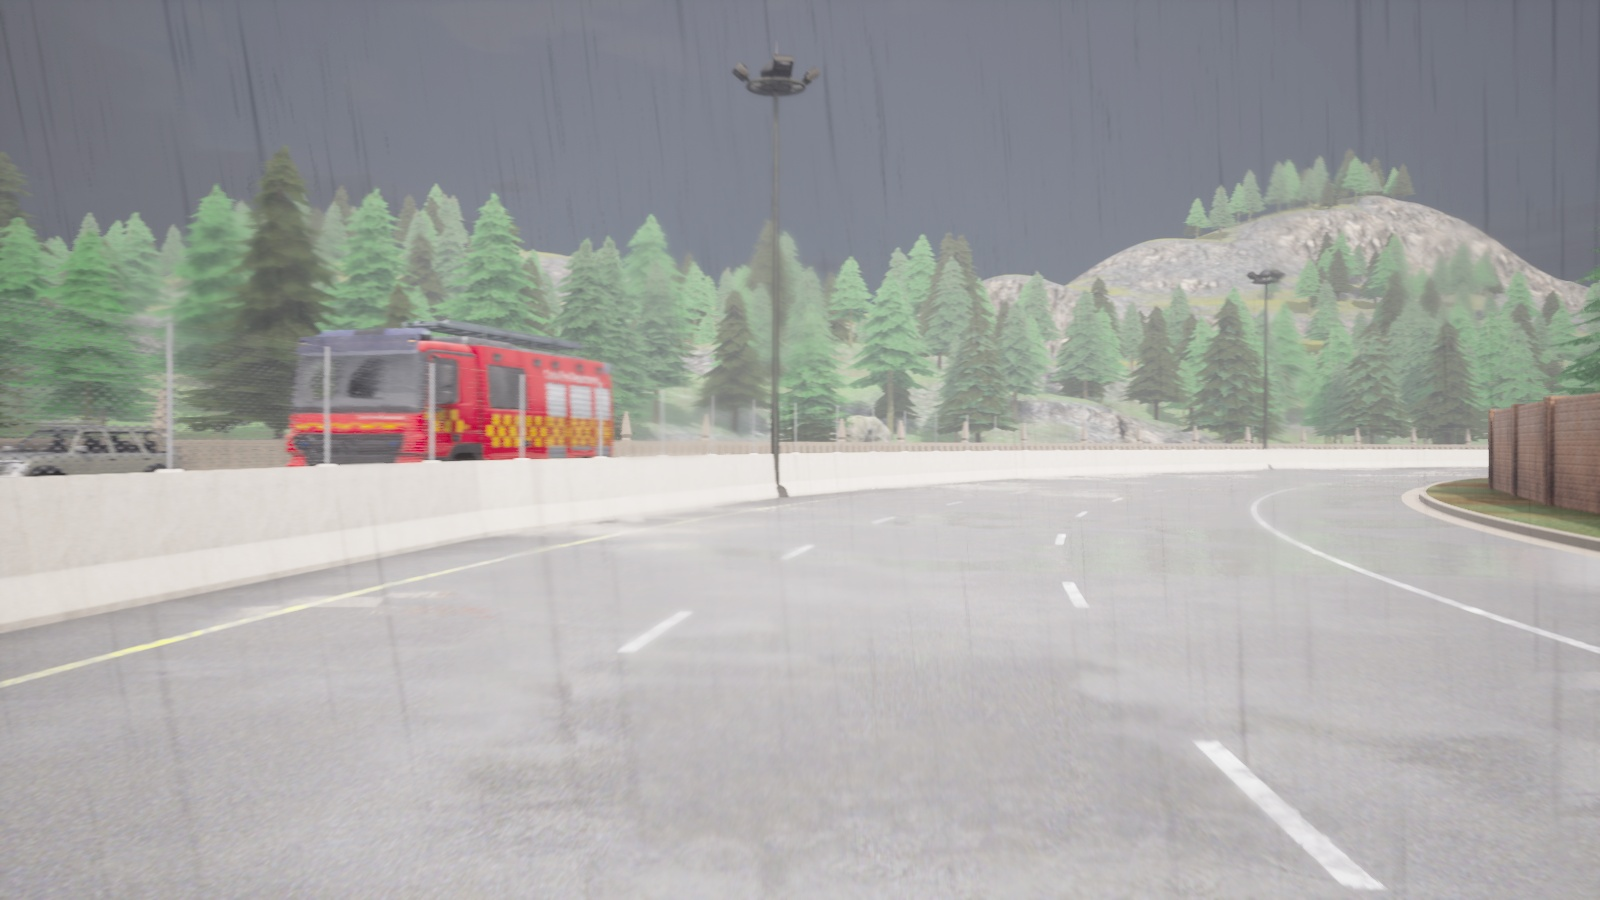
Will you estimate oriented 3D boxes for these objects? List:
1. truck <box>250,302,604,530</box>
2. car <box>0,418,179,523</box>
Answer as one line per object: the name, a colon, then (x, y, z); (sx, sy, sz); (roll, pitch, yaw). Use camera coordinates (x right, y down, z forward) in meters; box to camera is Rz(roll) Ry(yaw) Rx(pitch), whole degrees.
truck: (-7.086, -0.598, 25.607); (2.891, 3.827, 8.468); (0, 0, 15)
car: (-14.571, 0.352, 24.469); (1.932, 1.855, 4.605); (0, 0, 13)
